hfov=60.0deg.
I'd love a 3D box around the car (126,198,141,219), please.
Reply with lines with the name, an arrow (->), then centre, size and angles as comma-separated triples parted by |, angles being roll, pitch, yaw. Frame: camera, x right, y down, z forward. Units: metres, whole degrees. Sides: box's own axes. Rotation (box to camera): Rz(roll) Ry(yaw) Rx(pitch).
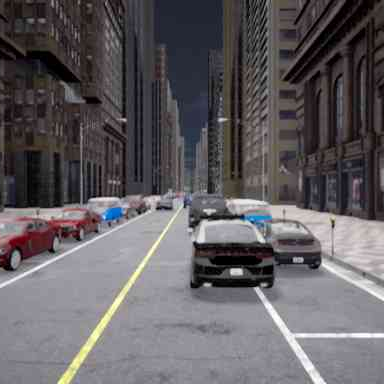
car -> -5.787, 1.475, 27.630 | 2.008, 1.369, 4.403 | 0, 0, 0

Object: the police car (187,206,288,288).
police car -> 0.892, 1.399, 9.268 | 1.930, 1.638, 5.238 | 0, 0, 0

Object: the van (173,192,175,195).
van -> -5.840, 1.136, 83.813 | 1.690, 1.788, 3.998 | 0, 0, 0

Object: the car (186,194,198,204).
car -> -0.054, 1.199, 58.800 | 2.097, 1.767, 4.553 | 0, 0, 0

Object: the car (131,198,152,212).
car -> -5.798, 1.420, 38.697 | 1.752, 1.417, 4.829 | 0, 0, 0

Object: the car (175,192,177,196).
car -> -5.845, 1.328, 89.432 | 1.887, 1.381, 4.507 | 0, 0, 0

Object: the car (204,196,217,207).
car -> 2.716, 1.391, 50.294 | 1.752, 1.417, 4.829 | 0, 0, 0

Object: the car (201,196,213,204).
car -> 2.706, 1.408, 61.362 | 1.947, 1.339, 4.313 | 0, 0, 0

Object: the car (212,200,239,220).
car -> 2.737, 1.449, 27.820 | 1.752, 1.417, 4.829 | 0, 0, 0

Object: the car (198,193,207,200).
car -> 2.685, 1.110, 83.837 | 2.192, 1.841, 5.009 | 0, 0, 0

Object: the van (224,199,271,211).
van -> 2.748, 1.295, 16.411 | 1.690, 1.788, 3.998 | 0, 0, 0

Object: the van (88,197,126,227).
van -> -5.782, 1.280, 22.011 | 1.690, 1.788, 3.998 | 0, 0, 0

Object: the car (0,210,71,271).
car -> -5.772, 1.514, 10.775 | 1.887, 1.381, 4.507 | 0, 0, 0

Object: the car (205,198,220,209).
car -> 2.722, 1.461, 44.506 | 1.802, 1.307, 4.206 | 0, 0, 0

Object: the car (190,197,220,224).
car -> 0.877, 1.282, 25.128 | 2.097, 1.767, 4.553 | 0, 0, 0

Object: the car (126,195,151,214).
car -> -5.793, 1.224, 33.248 | 2.192, 1.841, 5.009 | 0, 0, 0

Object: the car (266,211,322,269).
car -> 2.753, 1.520, 10.793 | 2.008, 1.369, 4.403 | 0, 0, 0

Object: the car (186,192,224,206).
car -> 0.883, 1.170, 19.188 | 2.150, 2.045, 5.566 | 0, 0, 0

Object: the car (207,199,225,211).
car -> 2.727, 1.476, 38.888 | 1.802, 1.307, 4.206 | 0, 0, 0

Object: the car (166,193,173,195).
car -> -5.829, 1.400, 72.577 | 1.802, 1.307, 4.206 | 0, 0, 0

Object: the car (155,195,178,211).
car -> -3.104, 1.443, 38.369 | 2.033, 1.411, 5.357 | 0, 0, 0

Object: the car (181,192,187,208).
car -> -0.031, 1.101, 44.414 | 2.150, 2.045, 5.566 | 0, 0, 0

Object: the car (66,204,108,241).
car -> -5.777, 1.499, 16.393 | 1.887, 1.381, 4.507 | 0, 0, 0
